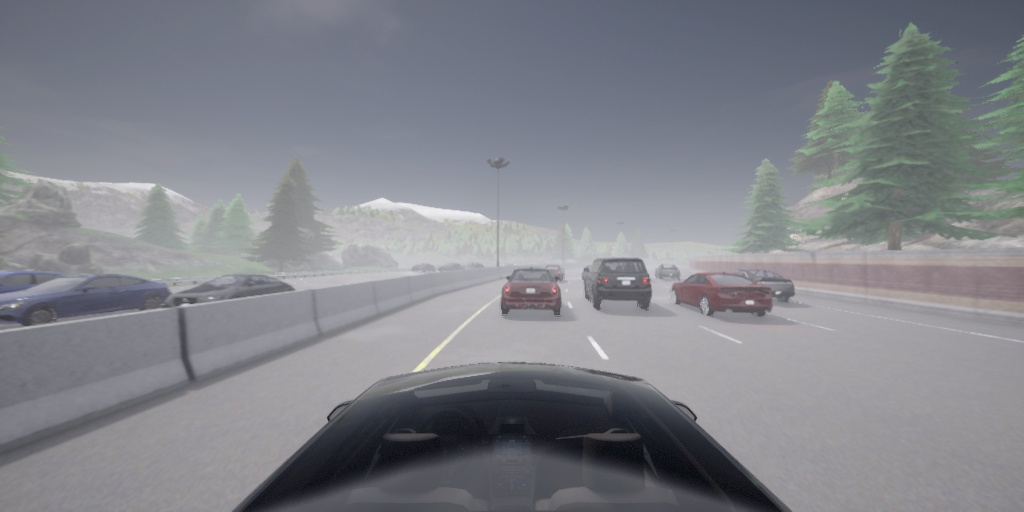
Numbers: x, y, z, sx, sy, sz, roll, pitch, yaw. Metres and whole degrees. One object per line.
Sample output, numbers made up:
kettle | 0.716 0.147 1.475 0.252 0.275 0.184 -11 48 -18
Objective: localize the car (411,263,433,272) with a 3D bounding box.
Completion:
car | -12.803 1.635 51.899 1.994 1.385 4.181 0 0 19

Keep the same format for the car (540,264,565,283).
car | 3.730 1.514 32.473 1.812 1.442 4.674 0 0 12

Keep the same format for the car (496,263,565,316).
car | 0.805 1.196 14.111 2.097 1.767 4.553 0 0 5

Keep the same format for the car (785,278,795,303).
car | 11.772 1.402 17.854 2.128 1.511 4.902 0 0 7

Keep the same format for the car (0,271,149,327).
car | -13.639 1.298 11.442 1.812 1.442 4.674 0 0 4

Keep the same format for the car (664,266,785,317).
car | 7.793 1.344 13.871 1.882 1.535 5.008 0 0 5

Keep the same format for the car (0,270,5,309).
car | -20.644 1.252 11.457 1.837 1.490 4.892 0 0 4

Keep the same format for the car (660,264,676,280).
car | 15.294 1.543 35.438 2.128 1.511 4.902 0 0 15

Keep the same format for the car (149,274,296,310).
car | -10.011 1.362 13.140 1.994 1.385 4.181 0 0 5

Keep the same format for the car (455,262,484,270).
car | -5.631 1.583 51.294 2.128 1.511 4.902 0 0 19

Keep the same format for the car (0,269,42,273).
car | -17.107 1.242 12.028 1.882 1.535 5.008 0 0 4

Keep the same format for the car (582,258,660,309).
car | 4.457 1.090 15.777 2.150 2.045 5.566 0 0 6

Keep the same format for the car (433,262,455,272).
car | -8.888 1.638 52.606 2.033 1.411 5.357 0 0 19
